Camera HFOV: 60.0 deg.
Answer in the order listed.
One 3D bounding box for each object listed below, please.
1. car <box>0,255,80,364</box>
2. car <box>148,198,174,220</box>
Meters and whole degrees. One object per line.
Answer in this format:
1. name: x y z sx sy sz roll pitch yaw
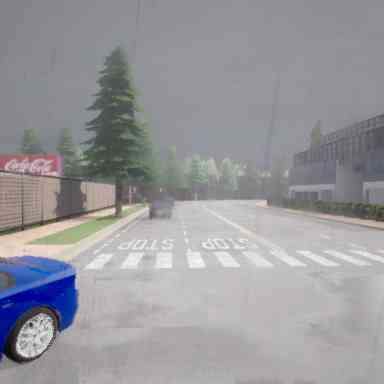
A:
1. car: -3.565 1.497 3.596 1.882 1.535 5.008 3 2 29
2. car: -2.614 1.502 28.181 2.128 1.511 4.902 0 0 -3
